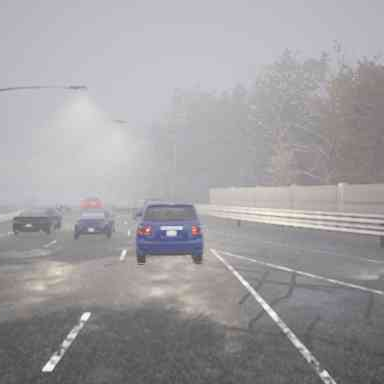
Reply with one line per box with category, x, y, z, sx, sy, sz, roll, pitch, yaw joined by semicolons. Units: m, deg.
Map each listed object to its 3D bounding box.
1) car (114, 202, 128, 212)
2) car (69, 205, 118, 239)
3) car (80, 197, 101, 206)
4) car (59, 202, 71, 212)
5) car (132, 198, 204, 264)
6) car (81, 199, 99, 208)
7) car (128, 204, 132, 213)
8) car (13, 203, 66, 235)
car;-9.308;1.971;43.527;2.033;1.411;5.357;0;-1;-24
car;-5.354;1.708;18.592;1.812;1.442;4.674;0;-1;-10
car;-13.828;1.663;45.246;2.150;2.045;5.566;0;-1;-25
car;-17.554;2.042;44.930;1.895;1.301;4.718;0;-1;-26
car;-0.918;1.344;12.543;2.150;2.045;5.566;0;0;-7
car;-18.728;2.101;61.122;1.837;1.490;4.892;1;-1;-33
car;-3.747;1.502;28.686;2.150;2.045;5.566;0;0;-20
car;-9.255;1.678;20.280;1.882;1.535;5.008;0;-1;-12
